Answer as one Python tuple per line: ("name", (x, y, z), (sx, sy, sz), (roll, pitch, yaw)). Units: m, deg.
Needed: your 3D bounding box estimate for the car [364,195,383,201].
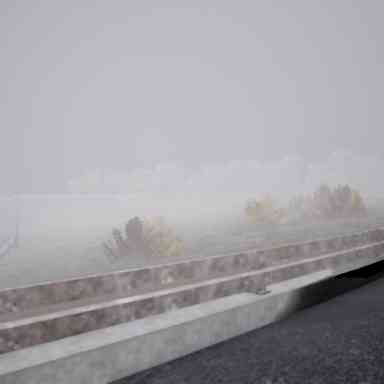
("car", (44.268, 1.413, 82.181), (2.097, 1.767, 4.553), (0, 0, 2))
